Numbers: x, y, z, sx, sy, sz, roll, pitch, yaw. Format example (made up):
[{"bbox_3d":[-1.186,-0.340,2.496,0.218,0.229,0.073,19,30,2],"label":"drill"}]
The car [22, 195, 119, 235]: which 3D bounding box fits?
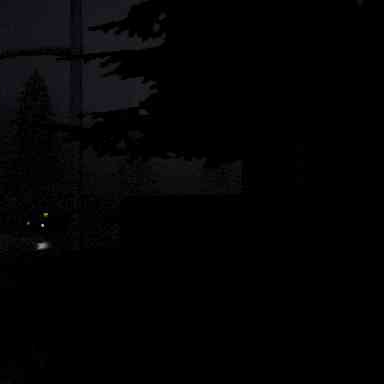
[{"bbox_3d":[-6.688,1.202,19.100,2.150,2.045,5.566,0,0,36],"label":"car"}]
